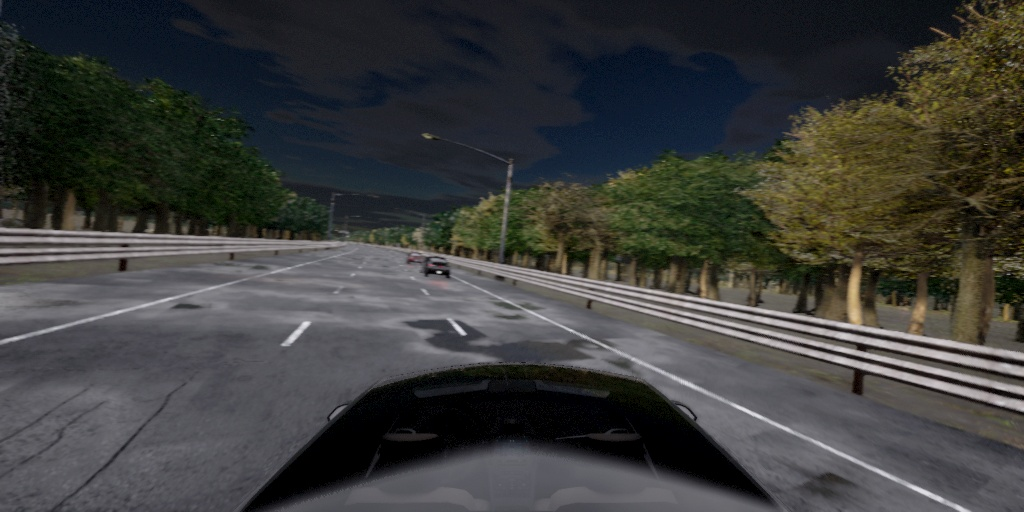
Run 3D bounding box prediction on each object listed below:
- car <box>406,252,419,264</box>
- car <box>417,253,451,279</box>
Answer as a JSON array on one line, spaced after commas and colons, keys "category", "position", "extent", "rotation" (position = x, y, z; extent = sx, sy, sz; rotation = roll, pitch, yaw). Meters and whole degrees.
[{"category": "car", "position": [-11.788, 0.266, 43.525], "extent": [1.812, 1.442, 4.674], "rotation": [6, 0, -20]}, {"category": "car", "position": [-5.831, 0.783, 27.114], "extent": [1.837, 1.490, 4.892], "rotation": [6, 0, -20]}]
